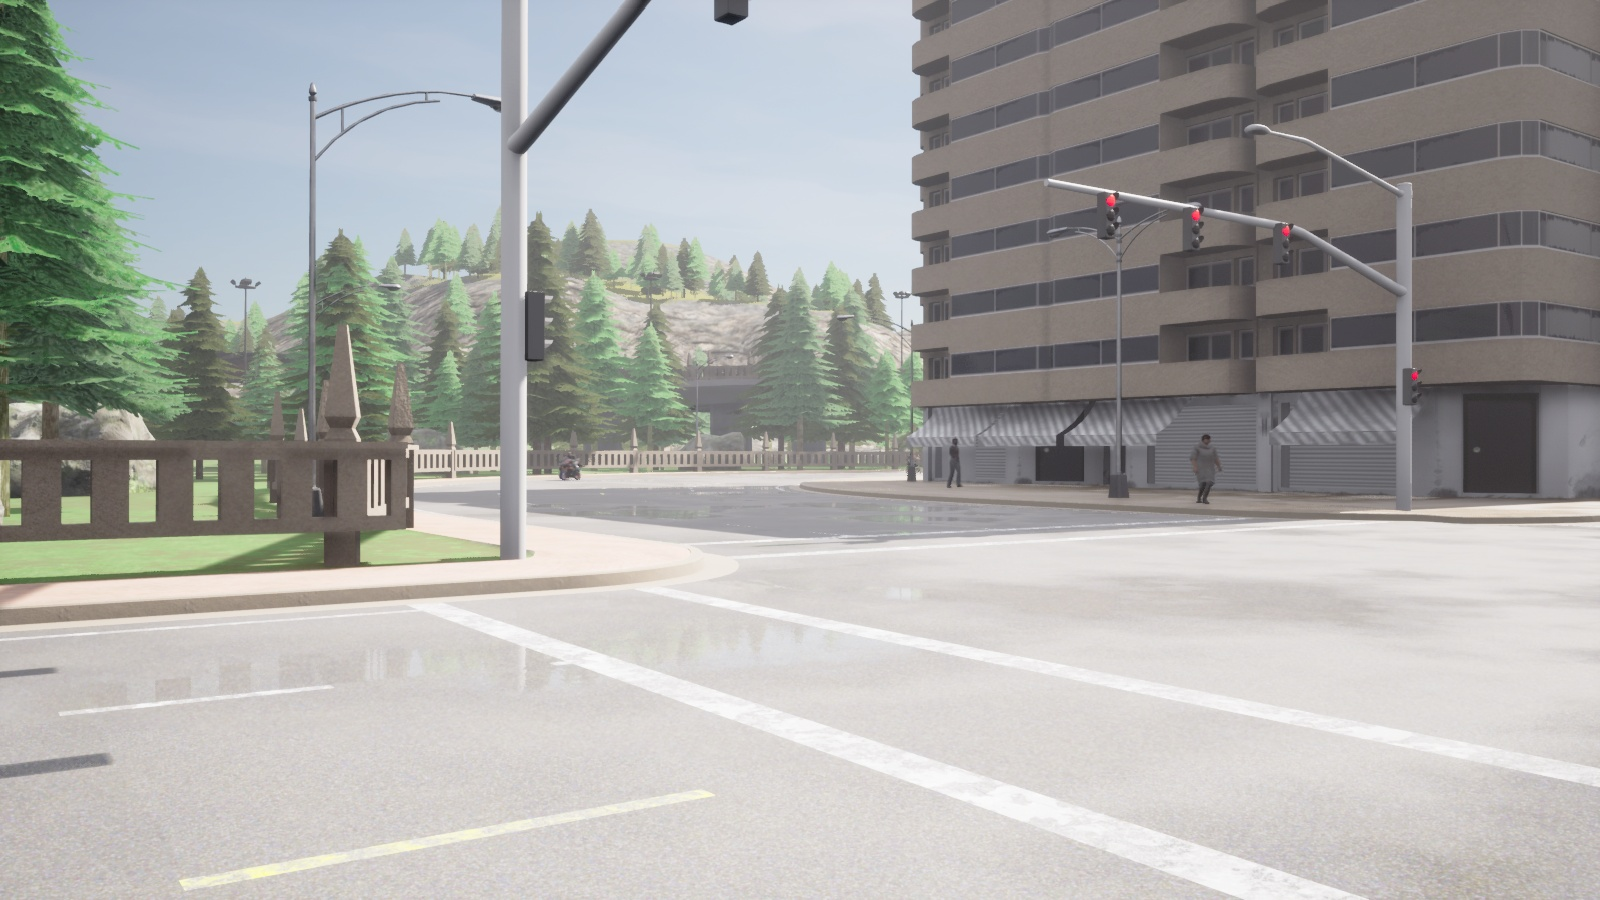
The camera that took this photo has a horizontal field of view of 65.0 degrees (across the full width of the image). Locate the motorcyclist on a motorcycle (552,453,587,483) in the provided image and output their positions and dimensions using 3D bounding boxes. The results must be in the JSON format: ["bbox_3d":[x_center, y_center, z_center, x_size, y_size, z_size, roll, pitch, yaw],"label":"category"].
[{"bbox_3d":[-11.744,0.906,64.012,0.866,1.530,2.191,0,0,16],"label":"motorcyclist on a motorcycle"}]

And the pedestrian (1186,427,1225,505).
[{"bbox_3d":[10.364,0.400,32.090,0.659,1.952,0.873,0,0,-4],"label":"pedestrian"}]

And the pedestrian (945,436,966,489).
[{"bbox_3d":[5.649,0.443,45.712,0.402,1.930,0.666,0,0,-37],"label":"pedestrian"}]
